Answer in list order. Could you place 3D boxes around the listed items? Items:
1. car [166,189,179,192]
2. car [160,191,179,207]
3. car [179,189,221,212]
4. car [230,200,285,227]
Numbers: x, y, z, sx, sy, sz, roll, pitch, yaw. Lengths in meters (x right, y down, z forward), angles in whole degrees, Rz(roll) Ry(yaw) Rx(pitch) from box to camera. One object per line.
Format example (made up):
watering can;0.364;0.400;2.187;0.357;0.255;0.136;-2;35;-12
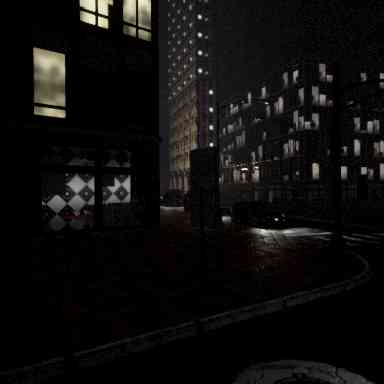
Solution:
car;-3.131;0.574;51.955;2.150;2.045;5.566;-1;1;-18
car;-2.733;1.021;41.663;1.837;1.490;4.892;-1;1;-18
car;0.823;0.892;31.176;2.150;2.045;5.566;-1;1;-19
car;4.106;1.316;21.553;1.837;1.490;4.892;-1;1;-19
